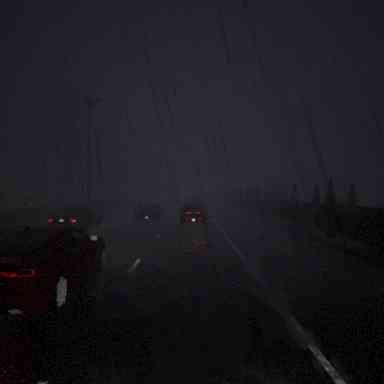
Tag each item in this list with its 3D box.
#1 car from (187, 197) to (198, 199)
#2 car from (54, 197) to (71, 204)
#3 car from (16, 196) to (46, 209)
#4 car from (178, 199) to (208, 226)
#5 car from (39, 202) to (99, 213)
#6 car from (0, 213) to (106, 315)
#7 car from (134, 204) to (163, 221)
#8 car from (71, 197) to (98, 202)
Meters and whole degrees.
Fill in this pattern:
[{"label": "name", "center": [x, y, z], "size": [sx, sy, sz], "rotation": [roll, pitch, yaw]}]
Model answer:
[{"label": "car", "center": [0.096, 1.360, 41.548], "size": [2.097, 1.767, 4.553], "rotation": [0, 0, 0]}, {"label": "car", "center": [-17.581, 1.502, 46.441], "size": [2.128, 1.511, 4.902], "rotation": [0, 0, 0]}, {"label": "car", "center": [-21.088, 1.360, 43.690], "size": [2.097, 1.767, 4.553], "rotation": [0, 0, 0]}, {"label": "car", "center": [0.098, 1.511, 23.704], "size": [1.837, 1.490, 4.892], "rotation": [0, 0, 0]}, {"label": "car", "center": [-6.902, 1.551, 20.086], "size": [2.033, 1.411, 5.357], "rotation": [0, 0, 0]}, {"label": "car", "center": [-3.401, 1.479, 7.693], "size": [1.882, 1.535, 5.008], "rotation": [0, 0, 0]}, {"label": "car", "center": [-3.404, 1.606, 27.189], "size": [1.895, 1.301, 4.718], "rotation": [0, 0, 0]}, {"label": "car", "center": [-14.087, 1.500, 45.054], "size": [2.128, 1.511, 4.902], "rotation": [0, 0, 0]}]
